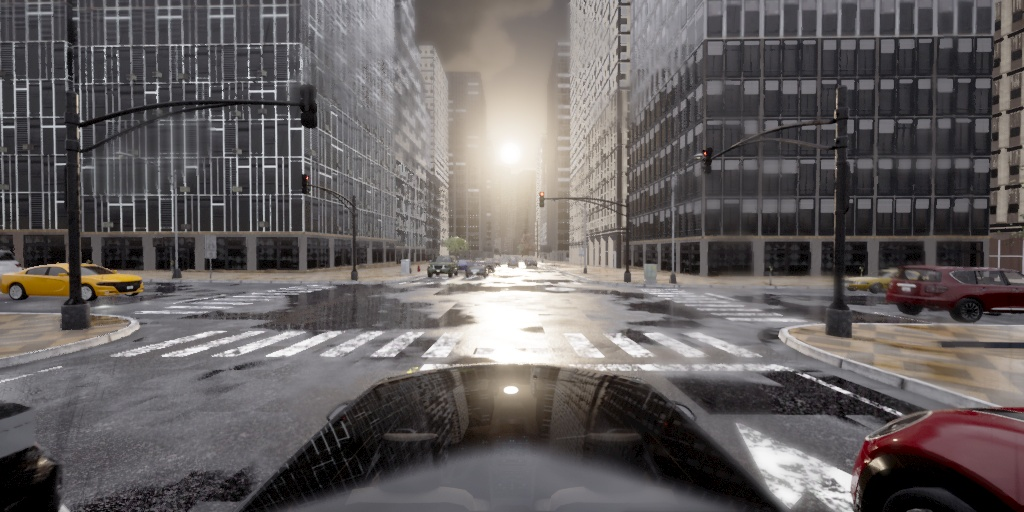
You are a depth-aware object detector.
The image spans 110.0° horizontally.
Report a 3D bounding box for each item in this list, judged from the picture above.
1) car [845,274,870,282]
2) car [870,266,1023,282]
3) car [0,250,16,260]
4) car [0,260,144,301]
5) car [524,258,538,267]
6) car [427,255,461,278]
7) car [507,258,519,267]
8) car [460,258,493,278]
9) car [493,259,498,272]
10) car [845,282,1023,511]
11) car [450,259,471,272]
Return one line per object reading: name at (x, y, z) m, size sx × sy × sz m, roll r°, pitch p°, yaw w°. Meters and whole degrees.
car at (21.865, 1.409, 20.803) m, size 4.829 × 1.417 × 1.751 m, roll 0°, pitch 0°, yaw 1°
car at (16.226, 1.281, 12.538) m, size 5.009 × 1.841 × 2.192 m, roll 0°, pitch 0°, yaw 1°
car at (-30.064, 0.680, 19.260) m, size 5.566 × 2.045 × 2.150 m, roll 0°, pitch 1°, yaw 2°
car at (-19.228, 1.086, 15.819) m, size 5.008 × 1.535 × 1.882 m, roll 1°, pitch 1°, yaw 3°
car at (3.459, 1.303, 63.395) m, size 1.895 × 1.301 × 4.718 m, roll 0°, pitch 0°, yaw 0°
car at (-6.482, 0.954, 34.199) m, size 2.150 × 2.045 × 5.566 m, roll 0°, pitch 0°, yaw 0°
car at (0.209, 1.266, 63.377) m, size 1.994 × 1.385 × 4.181 m, roll 0°, pitch 0°, yaw 0°
car at (-3.240, 1.224, 33.957) m, size 2.128 × 1.511 × 4.902 m, roll 0°, pitch 0°, yaw 1°
car at (-3.202, 1.322, 46.184) m, size 1.895 × 1.301 × 4.718 m, roll 0°, pitch 0°, yaw 0°
car at (3.253, 1.103, 0.425) m, size 2.097 × 1.767 × 4.553 m, roll 0°, pitch 0°, yaw 0°
car at (-6.453, 1.199, 45.510) m, size 1.882 × 1.535 × 5.008 m, roll 0°, pitch 0°, yaw 0°
